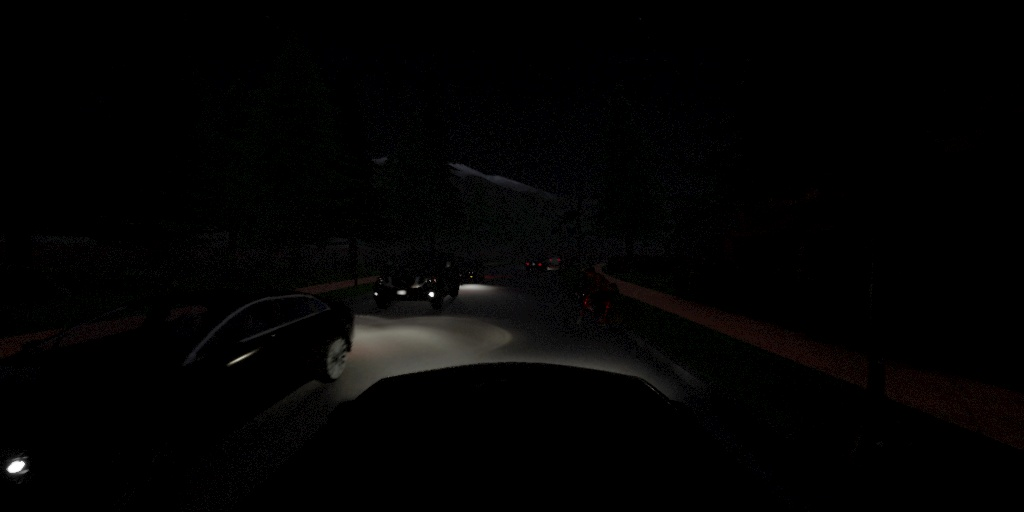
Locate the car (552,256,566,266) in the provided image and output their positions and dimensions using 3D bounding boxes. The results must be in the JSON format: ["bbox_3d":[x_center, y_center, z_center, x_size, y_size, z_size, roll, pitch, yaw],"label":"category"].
[{"bbox_3d":[6.704,0.670,52.620,1.812,1.442,4.674,1,1,19],"label":"car"}]

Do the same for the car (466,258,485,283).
[{"bbox_3d":[-2.997,0.927,24.345,1.837,1.490,4.892,1,1,4],"label":"car"}]

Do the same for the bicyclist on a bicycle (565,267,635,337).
[{"bbox_3d":[2.024,1.067,8.393,1.656,1.620,0.582,-3,1,0],"label":"bicyclist on a bicycle"}]

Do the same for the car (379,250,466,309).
[{"bbox_3d":[-3.450,0.773,14.169,2.150,2.045,5.566,1,1,1],"label":"car"}]

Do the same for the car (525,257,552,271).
[{"bbox_3d":[2.656,0.842,38.189,2.033,1.411,5.357,1,1,12],"label":"car"}]

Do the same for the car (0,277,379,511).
[{"bbox_3d":[-3.570,1.174,4.095,2.128,1.511,4.902,1,1,1],"label":"car"}]
